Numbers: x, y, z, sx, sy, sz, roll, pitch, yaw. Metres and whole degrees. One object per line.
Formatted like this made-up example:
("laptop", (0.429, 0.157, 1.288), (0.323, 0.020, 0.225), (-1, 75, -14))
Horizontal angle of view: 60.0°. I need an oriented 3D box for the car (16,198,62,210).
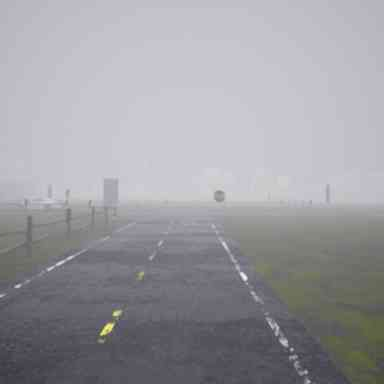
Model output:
("car", (-16.668, 1.344, 36.343), (4.674, 1.442, 1.812), (1, -1, 0))
